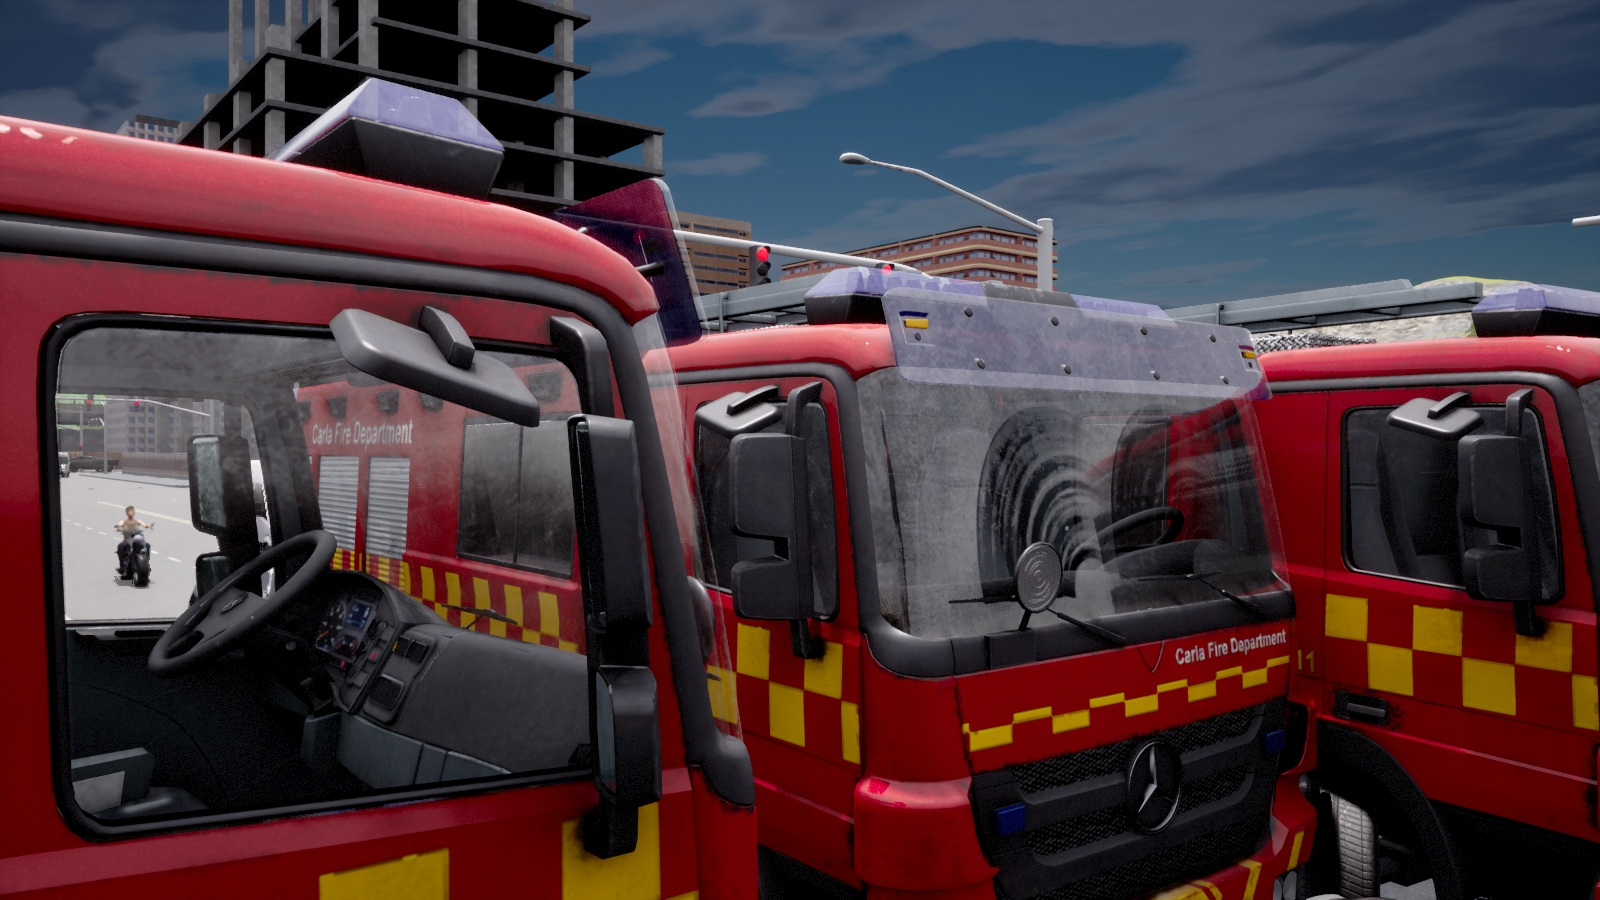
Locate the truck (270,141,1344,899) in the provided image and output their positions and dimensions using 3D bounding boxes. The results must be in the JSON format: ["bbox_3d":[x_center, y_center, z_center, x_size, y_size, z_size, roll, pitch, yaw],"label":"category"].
[{"bbox_3d":[-1.099,0.890,8.003,2.891,3.827,8.468,0,0,-38],"label":"truck"}]

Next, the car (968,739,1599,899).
[{"bbox_3d":[2.437,2.065,3.109,1.970,1.475,3.806,0,0,-30],"label":"car"}]

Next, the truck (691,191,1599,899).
[{"bbox_3d":[2.348,0.890,8.605,2.891,3.827,8.468,0,0,-31],"label":"truck"}]

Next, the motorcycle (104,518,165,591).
[{"bbox_3d":[-13.964,2.155,23.934,0.764,1.307,2.356,0,0,-39],"label":"motorcycle"}]
